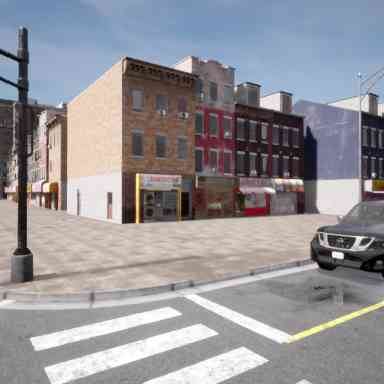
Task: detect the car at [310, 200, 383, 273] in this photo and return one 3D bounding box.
[{"bbox_3d":[5.960,1.266,10.022,5.566,2.045,2.150,0,-1,-35],"label":"car"}]

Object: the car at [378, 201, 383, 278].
[{"bbox_3d":[6.361,1.243,6.819,5.566,2.045,2.150,0,0,-35],"label":"car"}]
